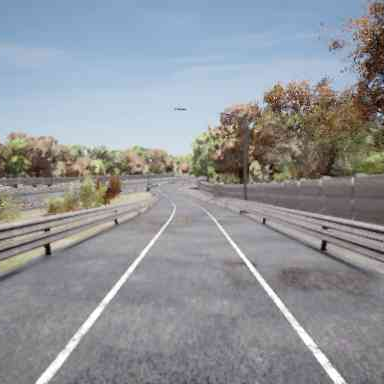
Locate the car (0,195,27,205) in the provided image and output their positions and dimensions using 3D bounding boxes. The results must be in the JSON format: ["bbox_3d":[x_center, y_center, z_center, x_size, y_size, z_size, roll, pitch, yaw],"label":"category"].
[{"bbox_3d":[-38.091,1.667,71.214,2.033,1.411,5.357,1,4,15],"label":"car"}]

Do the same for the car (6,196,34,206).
[{"bbox_3d":[-32.775,2.137,64.016,1.882,1.535,5.008,1,4,15],"label":"car"}]
